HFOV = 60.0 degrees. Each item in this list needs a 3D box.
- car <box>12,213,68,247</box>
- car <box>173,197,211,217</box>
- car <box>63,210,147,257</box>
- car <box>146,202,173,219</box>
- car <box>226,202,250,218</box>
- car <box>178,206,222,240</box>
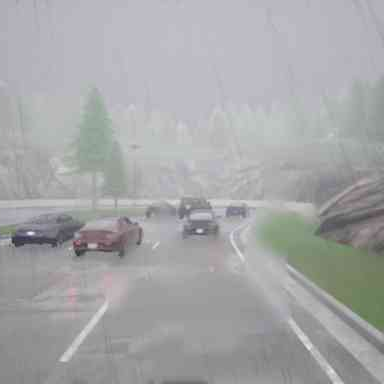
[{"bbox_3d":[-6.583,1.706,15.829,1.994,1.385,4.181,0,-1,3],"label":"car"},{"bbox_3d":[0.404,1.505,31.626,2.150,2.045,5.566,0,-1,16],"label":"car"},{"bbox_3d":[-3.224,1.646,13.388,1.812,1.442,4.674,0,-1,2],"label":"car"},{"bbox_3d":[-2.913,1.797,32.622,1.837,1.490,4.892,0,-1,16],"label":"car"},{"bbox_3d":[4.747,1.782,34.010,1.882,1.535,5.008,0,-1,16],"label":"car"},{"bbox_3d":[0.607,1.687,17.980,1.812,1.442,4.674,0,-1,6],"label":"car"}]
